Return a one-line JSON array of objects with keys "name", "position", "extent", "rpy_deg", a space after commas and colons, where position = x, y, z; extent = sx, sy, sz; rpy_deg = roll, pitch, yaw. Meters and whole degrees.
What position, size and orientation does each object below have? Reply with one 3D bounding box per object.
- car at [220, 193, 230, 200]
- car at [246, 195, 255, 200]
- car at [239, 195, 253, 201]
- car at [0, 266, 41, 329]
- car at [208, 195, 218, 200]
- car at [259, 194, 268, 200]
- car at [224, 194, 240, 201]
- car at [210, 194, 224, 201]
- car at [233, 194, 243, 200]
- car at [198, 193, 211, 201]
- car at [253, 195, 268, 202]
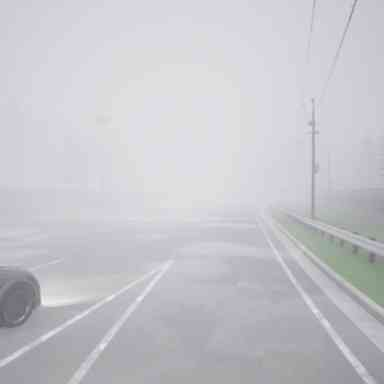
[{"name": "car", "position": [9.325, 1.221, 92.859], "extent": [2.097, 1.767, 4.553], "rpy_deg": [0, 0, 15]}, {"name": "car", "position": [16.078, 1.439, 91.019], "extent": [1.994, 1.385, 4.181], "rpy_deg": [0, 0, 15]}, {"name": "car", "position": [13.415, 1.633, 81.408], "extent": [1.895, 1.301, 4.718], "rpy_deg": [0, 0, 15]}, {"name": "car", "position": [-4.135, 1.551, 4.559], "extent": [1.994, 1.385, 4.181], "rpy_deg": [0, 0, 15]}, {"name": "car", "position": [5.967, 1.450, 93.851], "extent": [1.895, 1.301, 4.718], "rpy_deg": [0, 0, 15]}, {"name": "car", "position": [19.451, 1.423, 90.085], "extent": [2.128, 1.511, 4.902], "rpy_deg": [0, 0, 15]}, {"name": "car", "position": [9.923, 1.552, 81.912], "extent": [2.128, 1.511, 4.902], "rpy_deg": [0, 0, 15]}, {"name": "car", "position": [6.669, 1.612, 83.276], "extent": [1.895, 1.301, 4.718], "rpy_deg": [0, 0, 15]}, {"name": "car", "position": [12.705, 1.401, 91.954], "extent": [2.128, 1.511, 4.902], "rpy_deg": [0, 0, 15]}, {"name": "car", "position": [3.186, 1.230, 83.809], "extent": [2.150, 2.045, 5.566], "rpy_deg": [0, 0, 15]}, {"name": "car", "position": [16.669, 1.573, 80.043], "extent": [2.128, 1.511, 4.902], "rpy_deg": [0, 0, 15]}]
